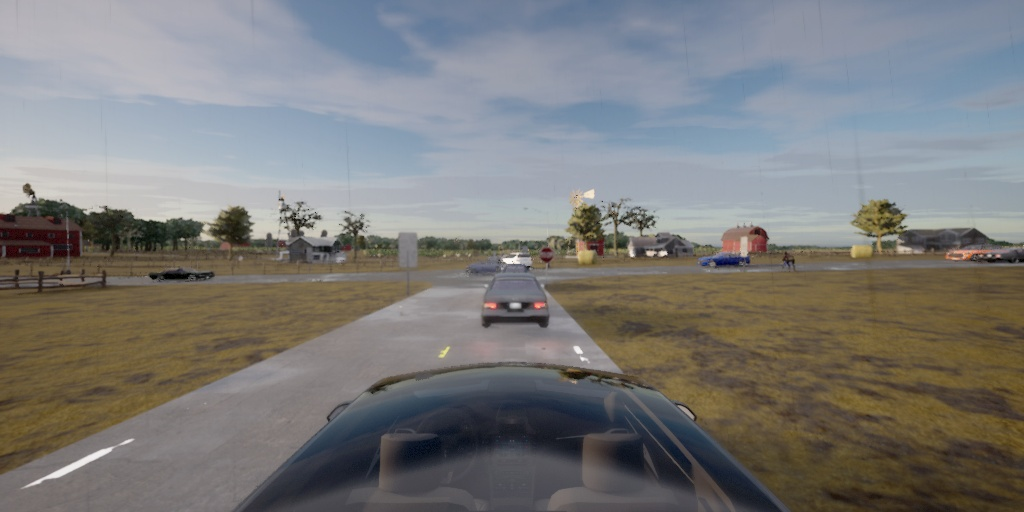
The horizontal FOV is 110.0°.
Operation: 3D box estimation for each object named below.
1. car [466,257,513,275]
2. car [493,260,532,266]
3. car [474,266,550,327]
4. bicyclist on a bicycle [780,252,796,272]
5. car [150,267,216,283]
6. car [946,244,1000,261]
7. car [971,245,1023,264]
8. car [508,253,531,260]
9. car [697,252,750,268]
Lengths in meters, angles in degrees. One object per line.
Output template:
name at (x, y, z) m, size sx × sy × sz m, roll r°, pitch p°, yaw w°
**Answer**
car at (-2.204, 1.067, 33.465) m, size 4.181 × 1.385 × 1.994 m, roll -1°, pitch 0°, yaw 0°
car at (0.272, 1.152, 21.138) m, size 1.994 × 1.385 × 4.181 m, roll 0°, pitch 0°, yaw 4°
car at (0.081, 1.217, 11.090) m, size 2.033 × 1.411 × 5.357 m, roll 0°, pitch 0°, yaw 0°
bicyclist on a bicycle at (22.798, 0.515, 29.622) m, size 0.582 × 1.620 × 1.656 m, roll -1°, pitch 0°, yaw 0°
car at (-30.512, 1.712, 33.359) m, size 4.718 × 1.301 × 1.895 m, roll -1°, pitch 2°, yaw 0°
car at (48.244, -0.357, 37.224) m, size 4.553 × 1.767 × 2.097 m, roll -1°, pitch 2°, yaw 0°
car at (47.313, -0.042, 33.638) m, size 5.357 × 1.411 × 2.033 m, roll -1°, pitch 2°, yaw 0°
car at (0.576, 0.627, 45.430) m, size 2.150 × 2.045 × 5.566 m, roll -1°, pitch 1°, yaw -22°
car at (21.888, 0.363, 37.209) m, size 5.008 × 1.535 × 1.882 m, roll -1°, pitch 2°, yaw 0°
